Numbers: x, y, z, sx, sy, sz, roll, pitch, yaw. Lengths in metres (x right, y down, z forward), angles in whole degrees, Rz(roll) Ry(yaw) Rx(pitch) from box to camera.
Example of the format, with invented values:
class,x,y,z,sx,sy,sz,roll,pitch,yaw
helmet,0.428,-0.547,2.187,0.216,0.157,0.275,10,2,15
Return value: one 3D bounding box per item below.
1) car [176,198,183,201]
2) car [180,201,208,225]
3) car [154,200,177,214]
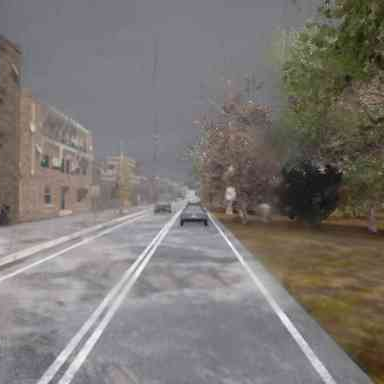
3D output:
class,x,y,z,sx,sy,sz,roll,pitch,yaw
car,-2.965,1.962,79.169,1.812,1.442,4.674,0,-1,0
car,0.135,1.612,24.488,1.994,1.385,4.181,0,0,0
car,-3.257,1.745,38.614,2.033,1.411,5.357,0,-1,0
